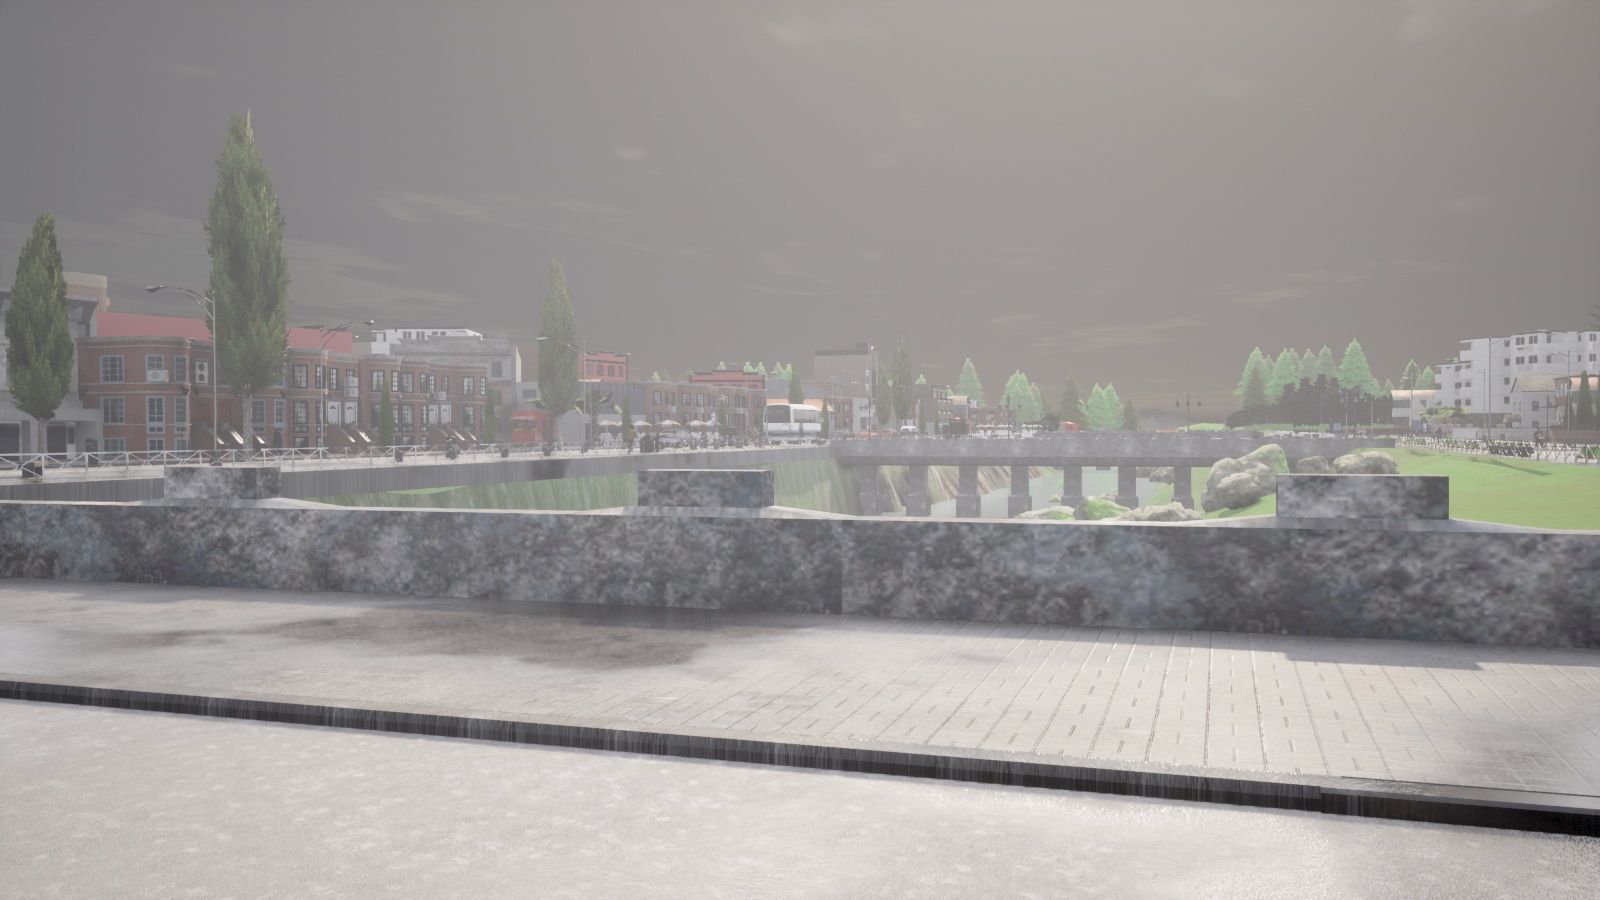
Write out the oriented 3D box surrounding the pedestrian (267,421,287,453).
[{"bbox_3d":[-30.660,-0.762,73.585,0.634,1.844,0.899,1,1,19],"label":"pedestrian"}]
